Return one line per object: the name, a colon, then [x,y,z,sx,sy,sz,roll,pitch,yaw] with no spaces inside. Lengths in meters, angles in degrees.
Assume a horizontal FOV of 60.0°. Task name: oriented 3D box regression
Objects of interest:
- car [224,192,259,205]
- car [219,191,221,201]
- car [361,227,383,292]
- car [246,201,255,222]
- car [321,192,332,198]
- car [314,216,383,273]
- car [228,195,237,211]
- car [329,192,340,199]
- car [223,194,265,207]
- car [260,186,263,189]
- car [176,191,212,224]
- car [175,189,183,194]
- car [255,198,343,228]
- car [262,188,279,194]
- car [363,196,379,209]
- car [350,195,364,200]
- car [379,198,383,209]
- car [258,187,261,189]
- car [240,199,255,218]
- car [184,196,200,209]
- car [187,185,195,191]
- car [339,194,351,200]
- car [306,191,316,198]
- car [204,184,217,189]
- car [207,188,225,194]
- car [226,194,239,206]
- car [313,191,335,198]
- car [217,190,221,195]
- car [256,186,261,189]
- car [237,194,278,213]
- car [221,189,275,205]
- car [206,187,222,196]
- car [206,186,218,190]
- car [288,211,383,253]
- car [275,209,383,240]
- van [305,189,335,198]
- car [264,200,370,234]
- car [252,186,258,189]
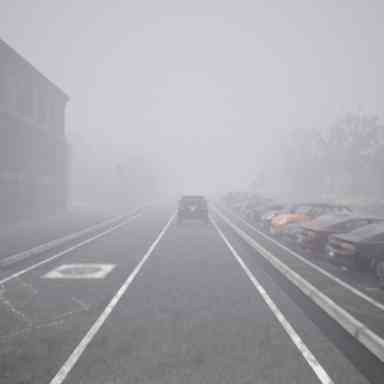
car: [6.701,0.874,45.649,4.553,1.767,2.185,0,2,0]
car: [6.717,0.918,48.439,4.792,1.488,2.163,0,2,0]
car: [6.379,1.614,6.642,4.792,1.488,2.163,0,0,0]
car: [6.549,1.579,23.363,4.792,1.488,2.163,0,1,0]
car: [19.760,1.126,42.851,4.792,1.488,2.163,0,2,0]
car: [6.421,1.599,9.429,5.008,1.535,2.097,0,0,0]
car: [6.566,1.385,34.519,4.792,1.488,2.163,0,1,0]
car: [19.898,1.188,40.059,5.366,1.575,1.946,0,2,0]
car: [6.646,1.102,42.877,5.008,1.535,2.097,0,2,0]
car: [19.730,0.018,81.074,4.553,1.767,2.185,0,3,0]
car: [0.061,1.216,24.692,2.150,2.045,5.566,0,1,0]
car: [-3.443,-0.169,87.342,2.033,1.411,5.357,0,2,0]
car: [6.532,1.452,20.574,4.553,1.767,2.185,0,0,0]
car: [19.677,0.274,78.312,5.008,1.535,2.097,0,3,0]
car: [19.652,1.409,31.820,5.008,1.535,2.097,0,1,0]
car: [19.646,1.377,34.612,4.792,1.488,2.163,0,2,0]
car: [19.633,1.463,29.031,5.008,1.535,2.097,0,1,0]
car: [19.685,0.048,83.724,4.792,1.488,2.163,0,3,0]
car: [6.509,1.543,26.151,4.792,1.488,2.163,0,1,0]
car: [0.014,1.307,42.820,1.994,1.385,4.181,0,1,0]
car: [-0.196,-0.371,90.426,1.882,1.535,5.008,0,2,0]
car: [19.879,1.273,37.264,5.366,1.575,1.946,0,2,0]
car: [19.772,0.918,48.545,4.674,1.452,2.002,0,2,0]
car: [6.679,-0.361,86.567,5.566,2.045,2.435,0,3,0]
car: [6.690,-0.371,92.126,4.892,1.521,2.231,0,3,0]
car: [6.607,1.282,37.296,4.892,1.521,2.231,0,2,0]
car: [19.753,1.028,45.762,4.674,1.452,2.002,0,2,0]
car: [6.678,0.807,51.221,4.792,1.488,2.163,0,2,0]
car: [19.728,-0.073,86.492,4.674,1.452,2.002,0,3,0]
car: [6.526,1.344,28.935,4.553,1.767,2.185,0,1,0]
car: [6.661,0.945,40.076,5.566,2.045,2.435,0,2,0]
car: [6.589,0.182,81.035,4.792,1.488,2.163,0,3,0]
car: [6.640,0.021,83.806,5.008,1.535,2.097,0,3,0]
car: [6.439,1.606,12.218,5.008,1.535,2.097,0,0,0]
car: [6.467,1.645,15.008,4.674,1.452,2.002,0,0,0]
van: [19.660,0.547,51.206,4.442,1.987,1.878,-1,2,0]
car: [6.514,1.469,17.794,4.553,1.767,2.185,0,0,0]
car: [19.561,-0.247,89.258,5.366,1.575,1.946,0,3,0]
